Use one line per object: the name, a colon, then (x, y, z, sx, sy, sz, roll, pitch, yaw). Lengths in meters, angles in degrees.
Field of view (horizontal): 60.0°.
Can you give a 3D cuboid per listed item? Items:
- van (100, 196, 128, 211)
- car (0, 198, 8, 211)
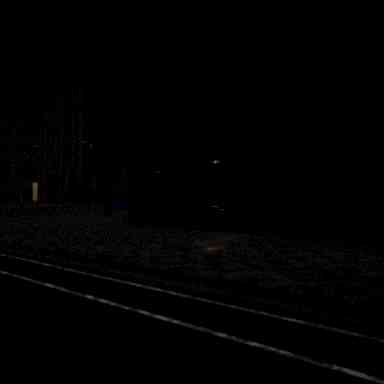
van: (-9.115, 1.366, 39.874, 1.690, 1.788, 3.998, 1, 1, 36)
car: (-22.399, 1.359, 36.040, 1.967, 1.590, 4.097, 1, 1, 36)
